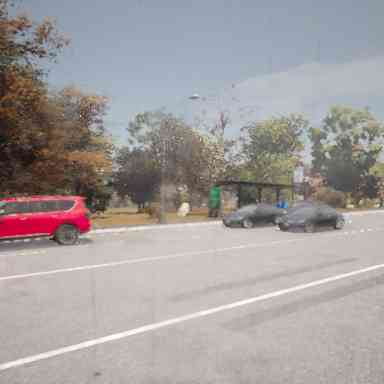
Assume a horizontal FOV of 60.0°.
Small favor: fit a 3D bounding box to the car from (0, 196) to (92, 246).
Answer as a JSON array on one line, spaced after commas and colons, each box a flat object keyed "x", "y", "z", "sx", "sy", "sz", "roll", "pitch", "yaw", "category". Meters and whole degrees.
[{"x": -7.004, "y": 1.217, "z": 13.716, "sx": 5.566, "sy": 2.045, "sz": 2.150, "roll": -1, "pitch": 0, "yaw": -35, "category": "car"}]

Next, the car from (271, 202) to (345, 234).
[{"x": 7.043, "y": 1.519, "z": 19.388, "sx": 4.674, "sy": 1.442, "sz": 1.812, "roll": 0, "pitch": 0, "yaw": -35, "category": "car"}]

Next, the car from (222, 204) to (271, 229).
[{"x": 4.089, "y": 1.521, "z": 21.621, "sx": 4.674, "sy": 1.442, "sz": 1.812, "roll": -1, "pitch": 0, "yaw": -35, "category": "car"}]
